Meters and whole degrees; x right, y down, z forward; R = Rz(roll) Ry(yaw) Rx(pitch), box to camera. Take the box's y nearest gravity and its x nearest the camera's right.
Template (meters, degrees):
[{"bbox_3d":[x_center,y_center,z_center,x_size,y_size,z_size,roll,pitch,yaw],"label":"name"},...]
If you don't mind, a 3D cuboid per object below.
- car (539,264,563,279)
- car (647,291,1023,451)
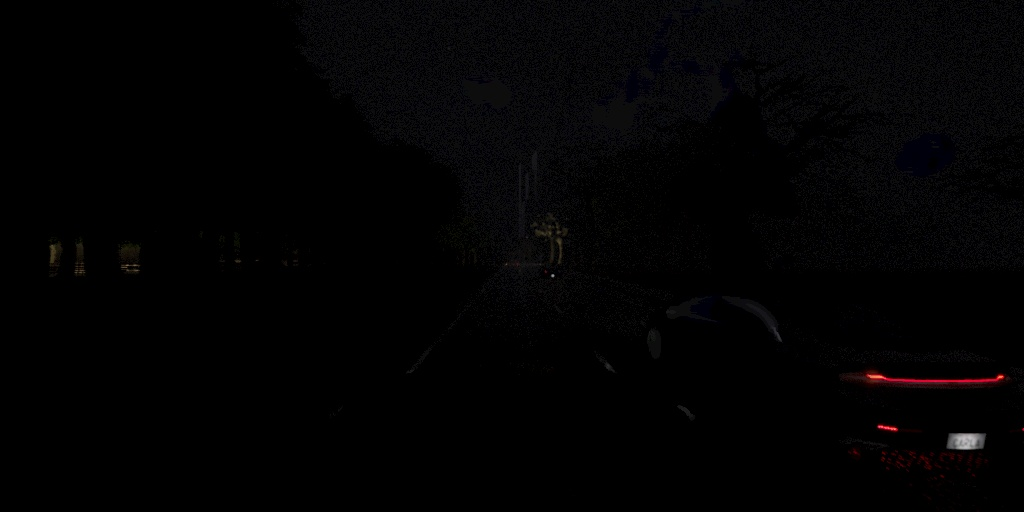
[{"bbox_3d":[3.612,1.454,33.976,1.895,1.301,4.718,0,0,0],"label":"car"},{"bbox_3d":[3.598,1.252,5.264,2.128,1.511,4.902,0,0,0],"label":"car"}]
